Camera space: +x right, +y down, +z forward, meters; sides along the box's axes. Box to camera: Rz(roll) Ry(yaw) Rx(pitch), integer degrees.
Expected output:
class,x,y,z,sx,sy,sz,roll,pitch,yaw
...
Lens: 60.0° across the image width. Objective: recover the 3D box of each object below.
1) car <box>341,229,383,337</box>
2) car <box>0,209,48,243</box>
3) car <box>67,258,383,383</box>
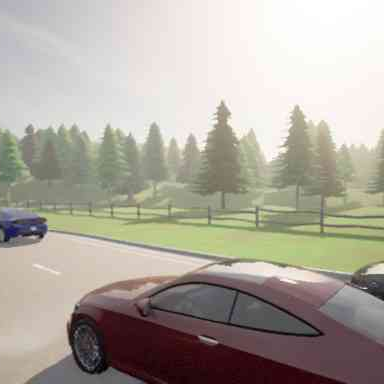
class,x,y,z,sx,sy,sz,roll,pitch,yaw
car,5.020,1.521,4.905,4.892,1.490,1.837,0,0,35
car,-9.437,1.621,17.109,5.008,1.535,1.882,-1,-1,37
car,0.458,1.550,3.936,4.674,1.442,1.812,0,0,37
